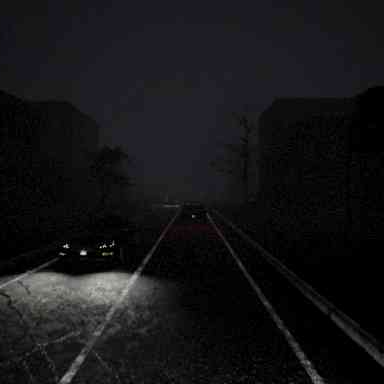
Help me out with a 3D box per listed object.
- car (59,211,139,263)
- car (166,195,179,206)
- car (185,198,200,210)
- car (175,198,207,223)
[{"bbox_3d":[-3.104,1.491,11.921,1.837,1.490,4.892,0,0,0],"label":"car"},{"bbox_3d":[-3.073,1.332,55.309,2.097,1.767,4.553,0,-1,0],"label":"car"},{"bbox_3d":[0.088,1.522,42.979,1.895,1.301,4.718,0,0,0],"label":"car"},{"bbox_3d":[0.091,1.452,25.221,2.128,1.511,4.902,0,0,0],"label":"car"}]
